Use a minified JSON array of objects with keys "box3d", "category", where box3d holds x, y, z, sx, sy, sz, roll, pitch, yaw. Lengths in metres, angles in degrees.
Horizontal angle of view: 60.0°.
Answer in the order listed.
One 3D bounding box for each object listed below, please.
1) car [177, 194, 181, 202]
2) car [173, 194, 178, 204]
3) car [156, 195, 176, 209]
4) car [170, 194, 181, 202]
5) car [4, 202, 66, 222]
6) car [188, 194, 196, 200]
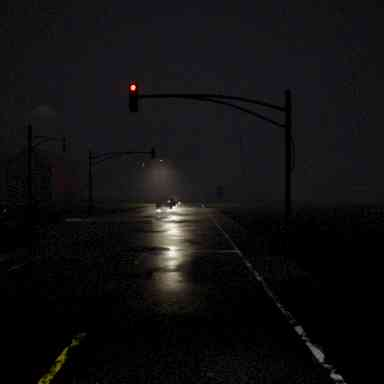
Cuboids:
[{"box3d":[-3.562,1.416,62.482,1.882,1.535,5.008,0,0,1],"category":"car"},{"box3d":[-3.581,1.479,53.131,1.812,1.442,4.674,0,0,0],"category":"car"},{"box3d":[-3.591,1.530,44.470,1.994,1.385,4.181,0,0,0],"category":"car"},{"box3d":[-3.501,1.266,72.458,2.097,1.767,4.553,0,0,0],"category":"car"},{"box3d":[-11.838,1.462,25.296,4.181,1.385,1.994,0,1,-13],"category":"car"},{"box3d":[-0.004,1.387,86.362,1.837,1.490,4.892,0,0,0],"category":"car"}]
